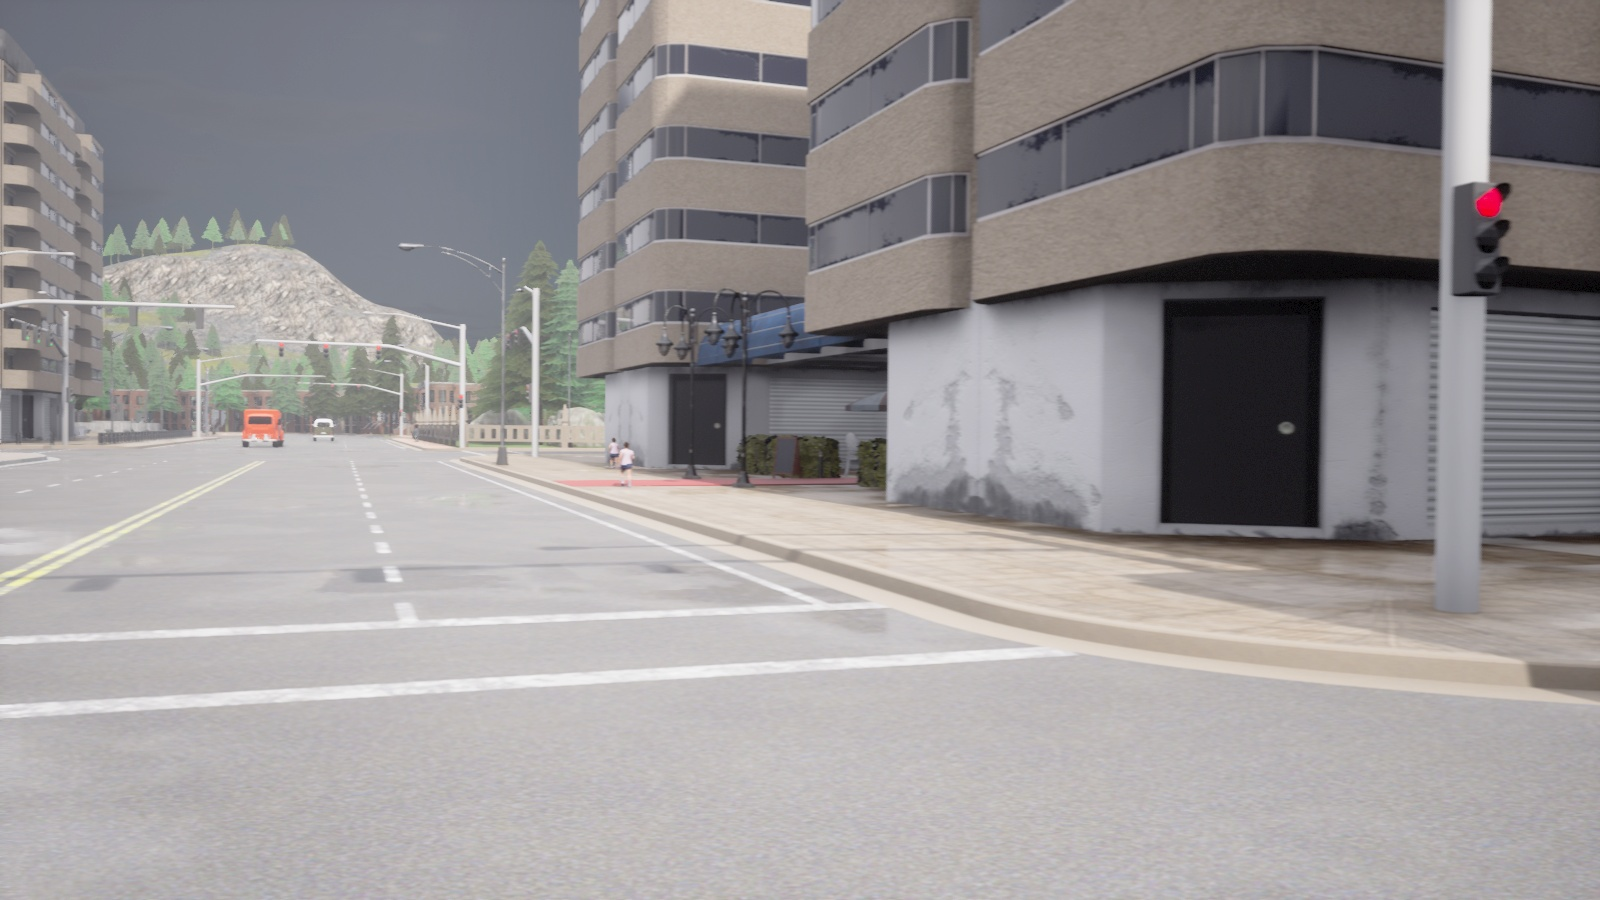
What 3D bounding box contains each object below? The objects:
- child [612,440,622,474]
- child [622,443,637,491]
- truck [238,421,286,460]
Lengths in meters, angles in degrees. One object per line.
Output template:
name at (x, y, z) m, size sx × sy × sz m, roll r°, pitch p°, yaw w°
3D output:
child at (-6.054, 0.228, 41.442) m, size 0.255 × 1.110 × 0.394 m, roll -1°, pitch 1°, yaw -18°
child at (-3.983, 0.389, 29.398) m, size 0.255 × 1.110 × 0.394 m, roll -1°, pitch 1°, yaw -20°
truck at (-35.539, -0.656, 83.079) m, size 2.627 × 2.467 × 5.204 m, roll -1°, pitch 1°, yaw -20°
